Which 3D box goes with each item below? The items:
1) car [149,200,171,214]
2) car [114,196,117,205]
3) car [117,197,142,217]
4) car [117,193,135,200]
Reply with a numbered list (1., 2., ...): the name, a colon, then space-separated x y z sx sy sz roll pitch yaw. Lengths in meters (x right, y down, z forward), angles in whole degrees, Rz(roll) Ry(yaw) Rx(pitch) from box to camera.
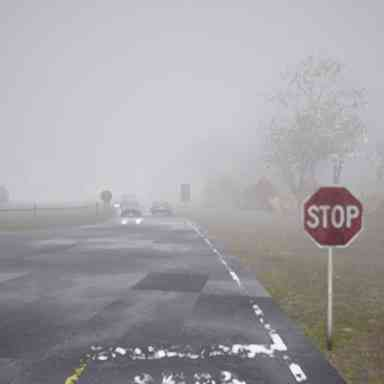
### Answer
1. car: -3.362 1.553 34.766 1.994 1.385 4.181 0 0 -11
2. car: -13.238 1.474 60.959 2.128 1.511 4.902 0 0 -18
3. car: -5.812 1.540 31.843 2.033 1.411 5.357 0 0 -10
4. car: -8.630 1.208 45.086 2.150 2.045 5.566 0 0 -14
